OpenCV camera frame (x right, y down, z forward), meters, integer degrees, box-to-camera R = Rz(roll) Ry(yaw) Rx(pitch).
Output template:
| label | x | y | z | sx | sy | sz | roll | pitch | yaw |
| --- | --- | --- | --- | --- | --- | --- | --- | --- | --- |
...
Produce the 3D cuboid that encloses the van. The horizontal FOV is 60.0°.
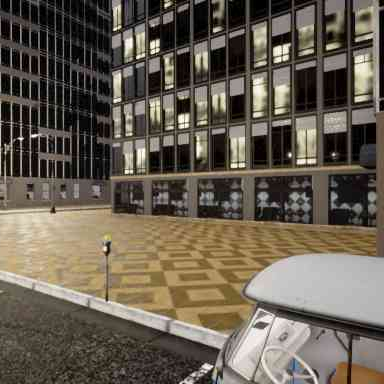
| label | x | y | z | sx | sy | sz | roll | pitch | yaw |
| --- | --- | --- | --- | --- | --- | --- | --- | --- | --- |
| van | 1.918 | 1.341 | 1.510 | 3.998 | 1.788 | 1.690 | 0 | 0 | 35 |
